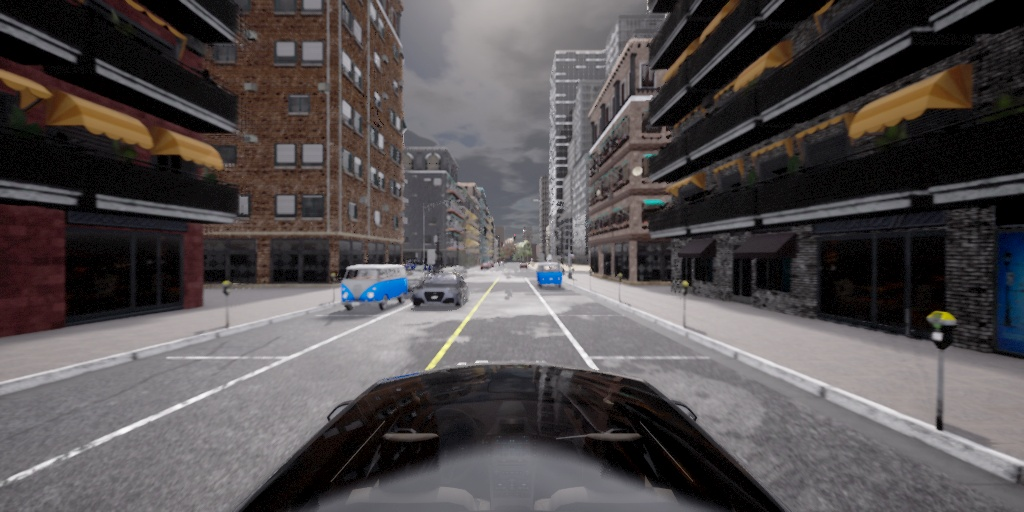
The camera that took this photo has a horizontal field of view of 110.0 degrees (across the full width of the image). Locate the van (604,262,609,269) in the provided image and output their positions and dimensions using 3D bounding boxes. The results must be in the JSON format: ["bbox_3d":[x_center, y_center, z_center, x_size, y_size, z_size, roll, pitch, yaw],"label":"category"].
[{"bbox_3d":[14.699,1.667,49.473,3.998,1.789,1.690,0,0,0],"label":"van"}]

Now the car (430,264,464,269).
[{"bbox_3d":[-5.685,1.623,31.989,1.751,1.417,4.829,0,0,0],"label":"car"}]

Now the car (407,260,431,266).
[{"bbox_3d":[-12.695,1.656,52.120,5.566,2.045,2.150,2,0,0],"label":"car"}]

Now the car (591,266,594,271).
[{"bbox_3d":[14.688,1.866,57.854,4.313,1.339,1.948,0,0,0],"label":"car"}]

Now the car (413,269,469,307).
[{"bbox_3d":[-3.097,1.479,16.285,1.994,1.385,4.181,0,-1,0],"label":"car"}]

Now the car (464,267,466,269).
[{"bbox_3d":[-5.684,1.713,37.822,2.007,1.370,4.403,0,0,0],"label":"car"}]

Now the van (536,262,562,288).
[{"bbox_3d":[2.695,1.372,26.458,1.690,1.789,3.998,0,0,0],"label":"van"}]

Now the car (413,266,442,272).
[{"bbox_3d":[-5.687,1.518,20.831,2.007,1.370,4.403,0,0,0],"label":"car"}]

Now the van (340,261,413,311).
[{"bbox_3d":[-5.689,1.244,15.168,1.690,1.789,3.998,0,0,0],"label":"van"}]
